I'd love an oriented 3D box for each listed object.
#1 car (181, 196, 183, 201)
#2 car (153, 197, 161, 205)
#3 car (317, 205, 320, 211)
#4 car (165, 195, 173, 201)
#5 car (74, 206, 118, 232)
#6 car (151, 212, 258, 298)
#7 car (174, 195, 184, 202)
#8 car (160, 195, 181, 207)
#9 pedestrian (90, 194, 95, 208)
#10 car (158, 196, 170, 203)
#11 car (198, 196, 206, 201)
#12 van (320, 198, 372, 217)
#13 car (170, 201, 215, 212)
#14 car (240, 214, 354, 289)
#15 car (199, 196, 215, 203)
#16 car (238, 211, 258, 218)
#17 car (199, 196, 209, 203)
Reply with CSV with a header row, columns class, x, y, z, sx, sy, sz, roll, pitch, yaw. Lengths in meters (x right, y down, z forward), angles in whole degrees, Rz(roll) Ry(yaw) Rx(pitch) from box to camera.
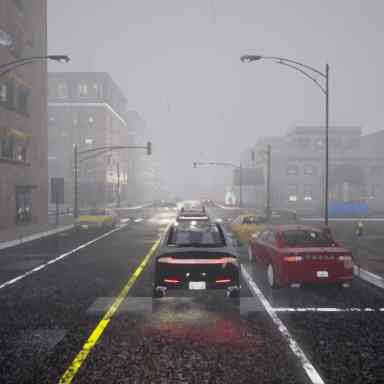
class,x,y,z,sx,sy,sz,roll,pitch,yaw
car,-3.150,1.612,69.133,1.994,1.385,4.181,0,0,0
car,-5.821,1.584,58.562,2.008,1.369,4.403,0,0,0
car,16.208,1.603,37.021,4.181,1.385,1.994,0,0,-1
car,-5.882,1.604,86.875,1.752,1.417,4.829,0,0,0
car,-5.739,1.529,20.240,1.752,1.417,4.829,0,0,0
car,0.084,1.491,8.486,2.128,1.511,4.902,0,0,0
car,-3.171,1.589,80.168,2.128,1.511,4.902,0,0,0
car,-3.201,1.570,50.510,2.033,1.411,5.357,0,0,0
pedestrian,-12.721,1.083,42.276,0.375,1.860,0.375,0,0,-1
car,-5.845,1.600,69.956,2.008,1.369,4.403,0,0,0
car,2.499,1.629,87.076,2.008,1.369,4.403,-1,0,0
van,14.591,1.416,31.215,3.998,1.788,1.690,0,0,-1
car,0.061,1.494,18.855,2.128,1.511,4.902,0,0,0
car,2.666,1.545,9.030,1.887,1.381,4.507,0,0,0
car,2.571,1.466,52.895,1.967,1.590,4.097,0,0,0
car,2.653,1.527,14.897,1.752,1.417,4.829,0,0,0
car,2.535,1.601,69.986,2.008,1.369,4.403,0,0,0
